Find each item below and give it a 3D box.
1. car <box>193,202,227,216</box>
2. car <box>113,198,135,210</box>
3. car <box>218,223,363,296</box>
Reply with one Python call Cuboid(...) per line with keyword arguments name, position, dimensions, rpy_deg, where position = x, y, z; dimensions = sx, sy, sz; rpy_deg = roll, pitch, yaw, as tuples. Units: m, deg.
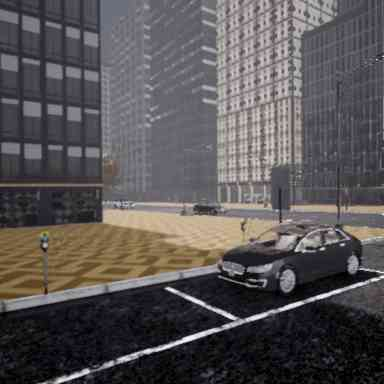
Cuboid(name="car", position=(2.074, 1.888, 38.525), dimensions=(2.128, 1.511, 4.902), rpy_deg=(-1, 0, -35))
Cuboid(name="car", position=(-12.185, 2.027, 59.072), dimensions=(2.150, 2.045, 5.566), rpy_deg=(-1, 0, -35))
Cuboid(name="car", position=(2.634, 1.519, 8.448), dimensions=(4.403, 1.369, 2.008), rpy_deg=(0, 0, -35))
